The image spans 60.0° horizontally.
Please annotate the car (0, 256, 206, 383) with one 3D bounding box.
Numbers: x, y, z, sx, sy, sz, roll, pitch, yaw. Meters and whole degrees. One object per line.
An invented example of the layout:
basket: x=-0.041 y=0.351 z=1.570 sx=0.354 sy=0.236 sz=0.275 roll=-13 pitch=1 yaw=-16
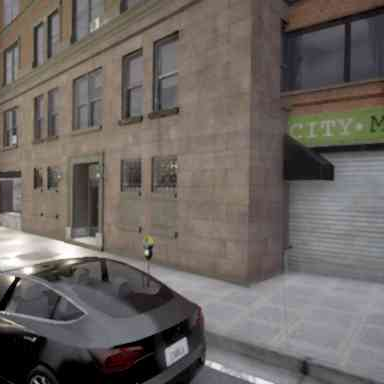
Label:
car: x=-1.837 y=1.544 z=4.382 sx=4.313 sy=1.339 sz=1.947 roll=0 pitch=1 yaw=35
